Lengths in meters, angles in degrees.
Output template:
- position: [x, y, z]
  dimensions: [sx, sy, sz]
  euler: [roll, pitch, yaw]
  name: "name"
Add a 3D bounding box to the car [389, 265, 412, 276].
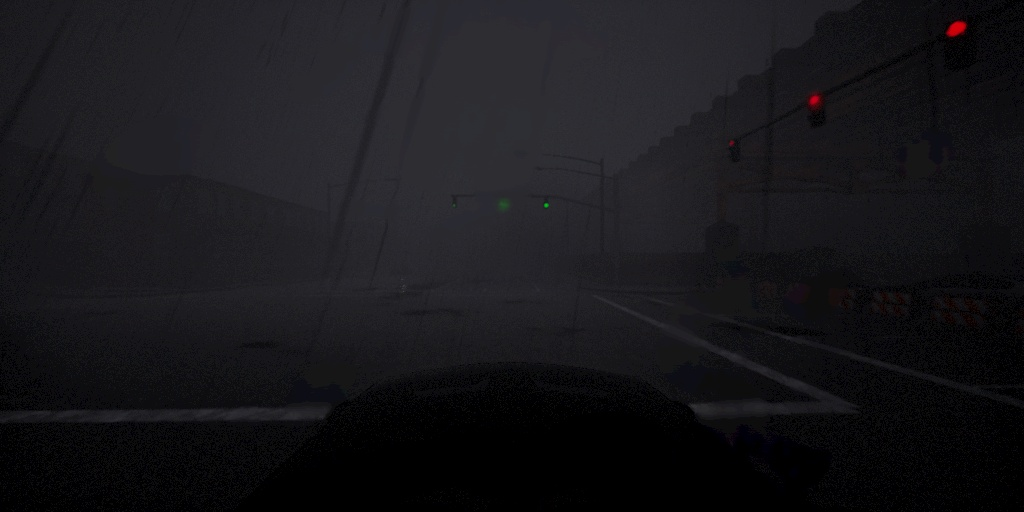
- position: [-13.986, 1.833, 45.442]
  dimensions: [1.812, 1.442, 4.674]
  euler: [0, 0, 0]
  name: "car"
